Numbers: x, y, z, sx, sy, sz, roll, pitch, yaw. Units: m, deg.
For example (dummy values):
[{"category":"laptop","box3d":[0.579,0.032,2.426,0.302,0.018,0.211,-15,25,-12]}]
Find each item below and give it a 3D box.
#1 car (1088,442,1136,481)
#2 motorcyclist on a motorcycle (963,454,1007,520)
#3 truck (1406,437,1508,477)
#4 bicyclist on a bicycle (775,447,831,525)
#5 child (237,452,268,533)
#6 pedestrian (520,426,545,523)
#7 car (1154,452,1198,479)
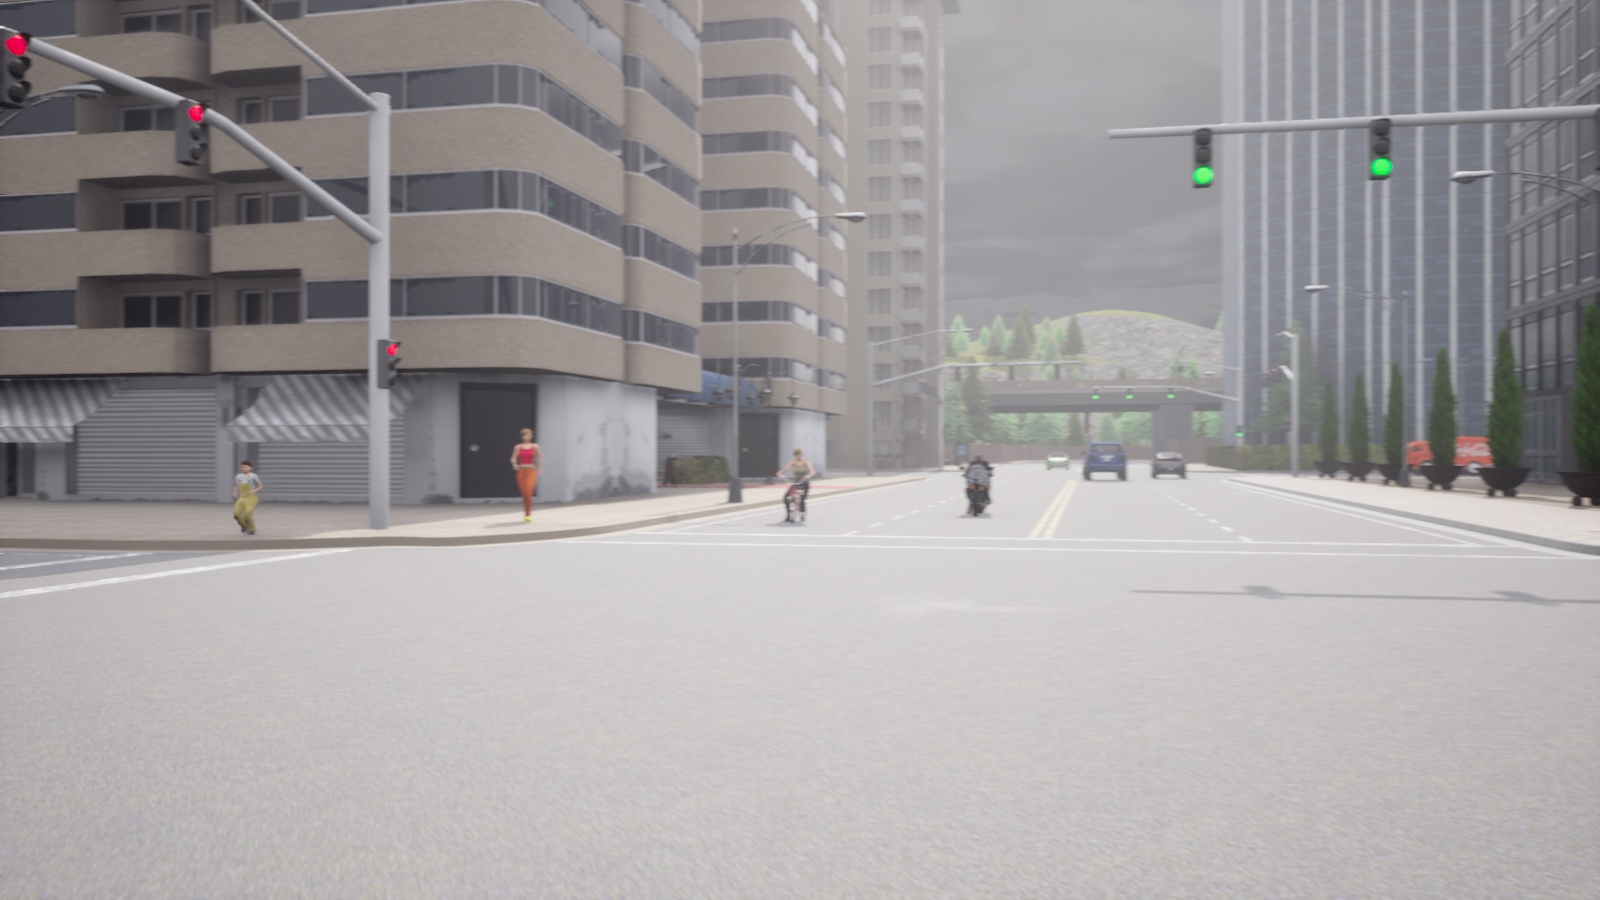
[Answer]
[{"category":"car","box3d":[16.820,0.606,67.905,2.150,2.045,5.566,0,0,10]},{"category":"motorcyclist on a motorcycle","box3d":[4.486,0.855,30.321,0.866,1.530,2.191,0,0,13]},{"category":"truck","box3d":[41.262,0.444,79.048,5.204,2.467,2.627,0,0,13]},{"category":"bicyclist on a bicycle","box3d":[0.084,0.747,26.880,0.866,1.612,1.509,0,0,14]},{"category":"child","box3d":[-8.633,0.667,19.817,0.270,1.263,0.437,0,0,6]},{"category":"pedestrian","box3d":[-5.128,0.459,24.071,0.345,1.836,0.594,0,0,0]},{"category":"car","box3d":[21.519,0.854,72.039,2.128,1.511,4.902,0,0,13]}]
